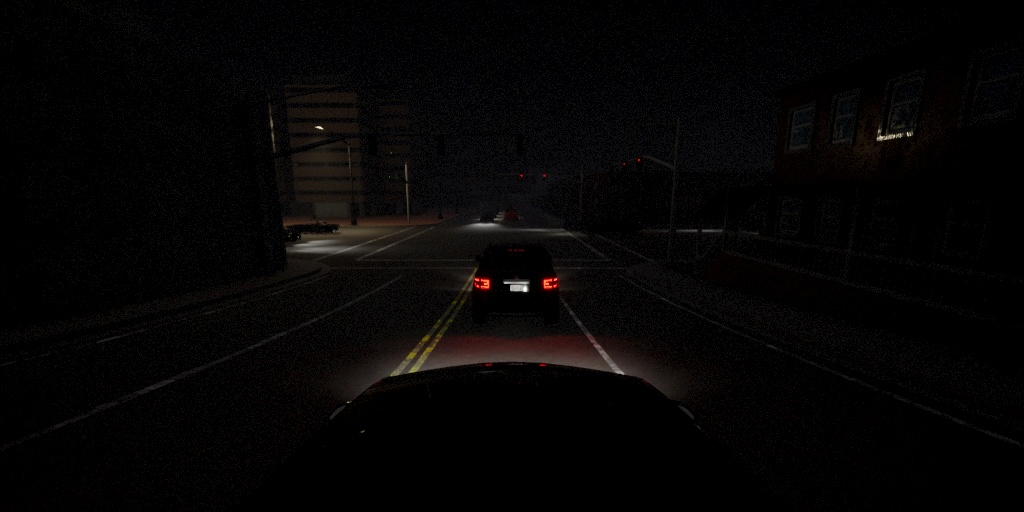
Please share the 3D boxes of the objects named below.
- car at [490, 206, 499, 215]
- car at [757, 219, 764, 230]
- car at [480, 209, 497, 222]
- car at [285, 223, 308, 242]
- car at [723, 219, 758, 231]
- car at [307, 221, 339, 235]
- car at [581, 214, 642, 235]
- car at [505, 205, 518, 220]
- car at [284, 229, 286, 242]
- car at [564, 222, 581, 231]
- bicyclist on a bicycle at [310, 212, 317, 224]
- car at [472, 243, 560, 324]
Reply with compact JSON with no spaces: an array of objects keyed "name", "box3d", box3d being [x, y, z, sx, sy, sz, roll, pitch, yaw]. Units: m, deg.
[{"name":"car","box3d":[-3.723,-7.443,62.849,1.812,1.442,4.674,0,10,0]},{"name":"car","box3d":[28.956,-3.270,36.629,5.566,2.045,2.150,0,10,0]},{"name":"car","box3d":[-3.726,-5.875,54.102,1.895,1.301,4.718,0,10,0]},{"name":"car","box3d":[-20.105,-1.803,29.609,4.892,1.490,1.837,0,10,0]},{"name":"car","box3d":[26.473,-3.484,40.153,4.718,1.301,1.895,0,10,0]},{"name":"car","box3d":[-20.418,-2.921,36.732,4.718,1.301,1.895,0,10,0]},{"name":"car","box3d":[10.328,-3.268,36.592,5.566,2.045,2.150,0,10,-1]},{"name":"car","box3d":[-0.078,-6.910,58.701,2.097,1.767,4.553,0,10,0]},{"name":"car","box3d":[-19.912,-1.229,26.165,4.902,1.511,2.128,0,10,0]},{"name":"car","box3d":[8.170,-3.555,40.529,4.718,1.301,1.895,1,10,7]},{"name":"bicyclist on a bicycle","box3d":[-25.376,-4.780,45.835,0.582,1.620,1.656,0,10,0]},{"name":"car","box3d":[0.063,0.603,10.723,2.150,2.045,5.566,0,4,-1]}]
